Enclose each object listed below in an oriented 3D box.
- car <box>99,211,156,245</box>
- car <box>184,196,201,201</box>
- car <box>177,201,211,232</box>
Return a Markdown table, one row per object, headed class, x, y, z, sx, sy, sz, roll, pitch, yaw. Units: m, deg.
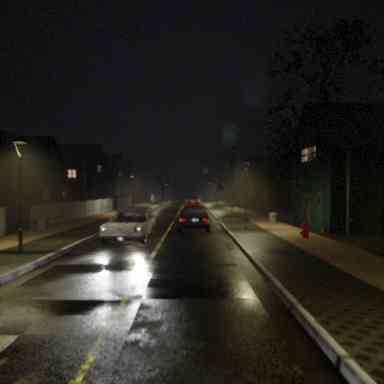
| class | x | y | z | sx | sy | sz | roll | pitch | yaw |
| --- | --- | --- | --- | --- | --- | --- | --- | --- | --- |
| car | -2.841 | 1.560 | 15.465 | 1.895 | 1.301 | 4.718 | 0 | 0 | 0 |
| car | 0.121 | 1.245 | 42.074 | 2.097 | 1.767 | 4.553 | 0 | 0 | 0 |
| car | 0.109 | 1.496 | 19.654 | 2.033 | 1.411 | 5.357 | 0 | 0 | 0 |
